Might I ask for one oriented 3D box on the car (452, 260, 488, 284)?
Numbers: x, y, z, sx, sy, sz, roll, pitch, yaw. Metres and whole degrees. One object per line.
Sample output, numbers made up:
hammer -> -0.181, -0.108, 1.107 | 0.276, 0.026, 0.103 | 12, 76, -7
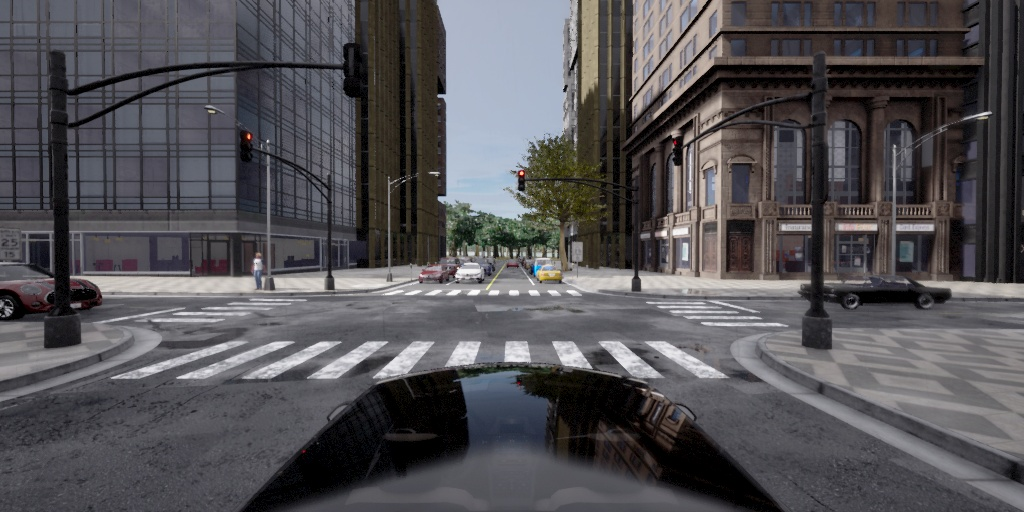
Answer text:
car -> -3.094, 1.255, 27.170 | 1.812, 1.442, 4.674 | 0, 0, 0

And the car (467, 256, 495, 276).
car -> -3.094, 1.067, 36.050 | 2.097, 1.767, 4.553 | 0, 0, 0

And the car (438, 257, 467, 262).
car -> -5.759, 1.035, 32.607 | 2.192, 1.841, 5.009 | 0, 0, 0

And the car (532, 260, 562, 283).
car -> 2.765, 1.255, 27.104 | 1.751, 1.417, 4.829 | 0, 0, 0

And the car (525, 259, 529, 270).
car -> 2.767, 1.276, 38.294 | 1.948, 1.339, 4.313 | 0, 0, 0

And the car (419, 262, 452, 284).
car -> -5.760, 1.311, 26.926 | 1.802, 1.307, 4.207 | 0, 0, 0

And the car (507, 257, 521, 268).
car -> 0.108, 1.222, 59.711 | 1.994, 1.385, 4.181 | 0, 0, 0

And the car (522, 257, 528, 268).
car -> 2.768, 1.210, 49.823 | 1.751, 1.417, 4.829 | 0, 0, 0

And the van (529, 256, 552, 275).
van -> 2.766, 1.061, 32.614 | 1.690, 1.789, 3.998 | 0, 0, 0

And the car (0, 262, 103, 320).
car -> -16.270, 0.991, 11.518 | 4.553, 1.767, 2.097 | 1, 1, 0

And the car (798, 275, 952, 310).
car -> 14.711, 1.444, 14.777 | 4.718, 1.301, 1.895 | 0, 1, 0

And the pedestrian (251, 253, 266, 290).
pedestrian -> -12.521, 0.741, 17.756 | 0.375, 1.860, 0.375 | 0, 0, 0

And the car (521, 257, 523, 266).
car -> 2.769, 1.215, 55.332 | 1.888, 1.381, 4.507 | 0, 0, 0
